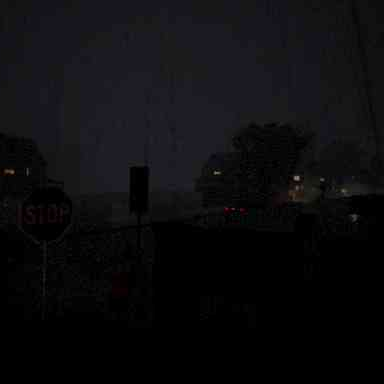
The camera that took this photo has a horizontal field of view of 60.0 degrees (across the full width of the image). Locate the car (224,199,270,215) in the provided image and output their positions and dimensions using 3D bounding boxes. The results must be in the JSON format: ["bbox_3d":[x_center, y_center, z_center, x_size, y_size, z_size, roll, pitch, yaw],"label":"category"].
[{"bbox_3d":[4.439,1.253,25.977,2.033,1.411,5.357,2,2,35],"label":"car"}]
